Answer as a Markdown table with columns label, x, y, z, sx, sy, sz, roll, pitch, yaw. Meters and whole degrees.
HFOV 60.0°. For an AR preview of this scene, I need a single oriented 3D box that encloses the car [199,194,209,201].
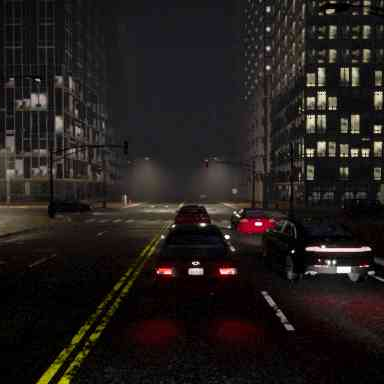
| label | x | y | z | sx | sy | sz | roll | pitch | yaw |
| --- | --- | --- | --- | --- | --- | --- | --- | --- | --- |
| car | 3.057 | 1.513 | 81.449 | 1.895 | 1.301 | 4.718 | 0 | 0 | 0 |

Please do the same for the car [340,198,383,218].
| label | x | y | z | sx | sy | sz | roll | pitch | yaw |
| --- | --- | --- | --- | --- | --- | --- | --- | --- | --- |
| car | 16.130 | 1.519 | 30.245 | 5.009 | 1.841 | 2.192 | 1 | 0 | 1 |

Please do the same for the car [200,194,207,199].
| label | x | y | z | sx | sy | sz | roll | pitch | yaw |
| --- | --- | --- | --- | --- | --- | --- | --- | --- | --- |
| car | 3.033 | 1.266 | 91.421 | 1.812 | 1.442 | 4.674 | 0 | 0 | 0 |

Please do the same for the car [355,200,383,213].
| label | x | y | z | sx | sy | sz | roll | pitch | yaw |
| --- | --- | --- | --- | --- | --- | --- | --- | --- | --- |
| car | 21.719 | 1.642 | 38.545 | 4.829 | 1.417 | 1.752 | 1 | 0 | 1 |

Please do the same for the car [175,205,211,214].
| label | x | y | z | sx | sy | sz | roll | pitch | yaw |
| --- | --- | --- | --- | --- | --- | --- | --- | --- | --- |
| car | 0.061 | 1.468 | 18.599 | 1.882 | 1.535 | 5.008 | 0 | 0 | 1 |

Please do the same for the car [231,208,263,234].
| label | x | y | z | sx | sy | sz | roll | pitch | yaw |
| --- | --- | --- | --- | --- | --- | --- | --- | --- | --- |
| car | 3.306 | 1.554 | 18.494 | 1.994 | 1.385 | 4.181 | 0 | 0 | 0 |

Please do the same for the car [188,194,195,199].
| label | x | y | z | sx | sy | sz | roll | pitch | yaw |
| --- | --- | --- | --- | --- | --- | --- | --- | --- | --- |
| car | -0.217 | 1.337 | 91.444 | 1.895 | 1.301 | 4.718 | 0 | 0 | 0 |

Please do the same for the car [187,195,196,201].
| label | x | y | z | sx | sy | sz | roll | pitch | yaw |
| --- | --- | --- | --- | --- | --- | --- | --- | --- | --- |
| car | -0.193 | 1.442 | 81.412 | 1.812 | 1.442 | 4.674 | 0 | 0 | 0 |

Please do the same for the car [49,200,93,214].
| label | x | y | z | sx | sy | sz | roll | pitch | yaw |
| --- | --- | --- | --- | --- | --- | --- | --- | --- | --- |
| car | -12.207 | 1.467 | 33.642 | 4.181 | 1.385 | 1.994 | 0 | 1 | -7 |

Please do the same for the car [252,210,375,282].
| label | x | y | z | sx | sy | sz | roll | pitch | yaw |
| --- | --- | --- | --- | --- | --- | --- | --- | --- | --- |
| car | 3.326 | 1.487 | 9.694 | 2.128 | 1.511 | 4.902 | 0 | 0 | 0 |

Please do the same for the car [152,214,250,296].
| label | x | y | z | sx | sy | sz | roll | pitch | yaw |
| --- | --- | --- | --- | --- | --- | --- | --- | --- | --- |
| car | 0.081 | 1.544 | 8.779 | 2.033 | 1.411 | 5.357 | 0 | 0 | 0 |
